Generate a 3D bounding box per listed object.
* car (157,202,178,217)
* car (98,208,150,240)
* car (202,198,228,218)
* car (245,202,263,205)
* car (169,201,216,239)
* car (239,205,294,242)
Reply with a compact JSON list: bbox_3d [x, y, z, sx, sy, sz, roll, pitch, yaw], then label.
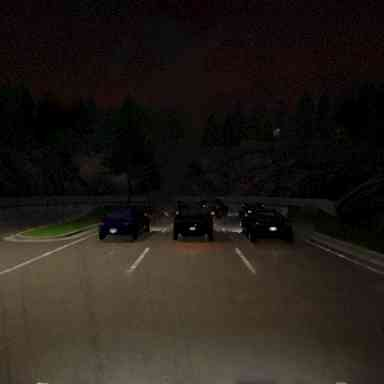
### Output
[{"bbox_3d":[-1.494,1.601,30.674,1.895,1.301,4.718,0,0,17],"label":"car"},{"bbox_3d":[-3.368,1.525,16.993,1.812,1.442,4.674,0,0,3],"label":"car"},{"bbox_3d":[1.921,1.351,29.866,2.097,1.767,4.553,0,0,17],"label":"car"},{"bbox_3d":[5.300,1.565,28.947,1.994,1.385,4.181,0,0,17],"label":"car"},{"bbox_3d":[0.150,1.477,17.305,1.882,1.535,5.008,0,0,3],"label":"car"},{"bbox_3d":[3.608,1.564,16.462,1.994,1.385,4.181,0,0,2],"label":"car"}]
